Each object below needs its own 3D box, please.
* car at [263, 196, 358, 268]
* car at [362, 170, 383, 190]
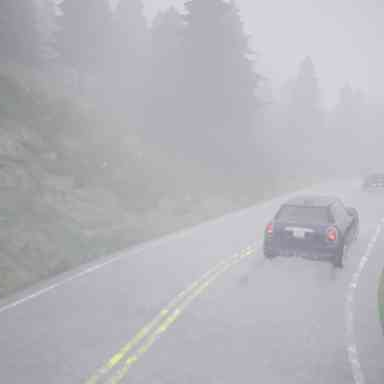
[{"bbox_3d":[3.877,0.896,10.425,2.097,1.767,4.553,2,7,31],"label":"car"},{"bbox_3d":[15.030,-1.035,26.704,1.837,1.490,4.892,2,8,37],"label":"car"}]
